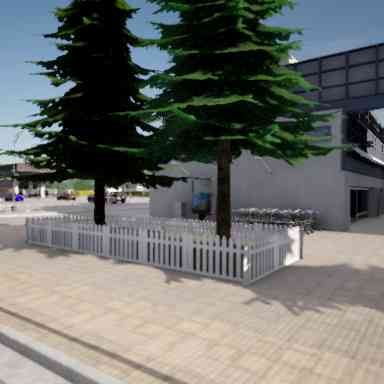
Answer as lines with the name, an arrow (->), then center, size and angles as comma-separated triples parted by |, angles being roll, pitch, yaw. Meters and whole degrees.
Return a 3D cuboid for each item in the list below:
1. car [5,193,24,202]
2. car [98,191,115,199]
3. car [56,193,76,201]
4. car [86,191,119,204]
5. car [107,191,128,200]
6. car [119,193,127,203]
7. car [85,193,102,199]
car -> -30.594, 0.977, 57.205 | 3.633, 1.501, 1.845 | 0, 0, 36
car -> -21.174, 0.694, 82.188 | 3.866, 1.878, 1.905 | 0, 0, 36
car -> -24.671, 0.956, 65.253 | 4.514, 1.523, 2.007 | 0, 0, 36
car -> -13.480, 0.865, 49.189 | 4.605, 1.855, 1.932 | 0, 0, 36
car -> -16.754, 0.761, 74.896 | 4.605, 1.855, 1.932 | 0, 0, 36
car -> -12.100, 0.842, 51.779 | 3.866, 1.878, 1.905 | 0, 0, 36
car -> -23.628, 0.974, 79.863 | 3.806, 1.475, 1.970 | 0, 0, 36
